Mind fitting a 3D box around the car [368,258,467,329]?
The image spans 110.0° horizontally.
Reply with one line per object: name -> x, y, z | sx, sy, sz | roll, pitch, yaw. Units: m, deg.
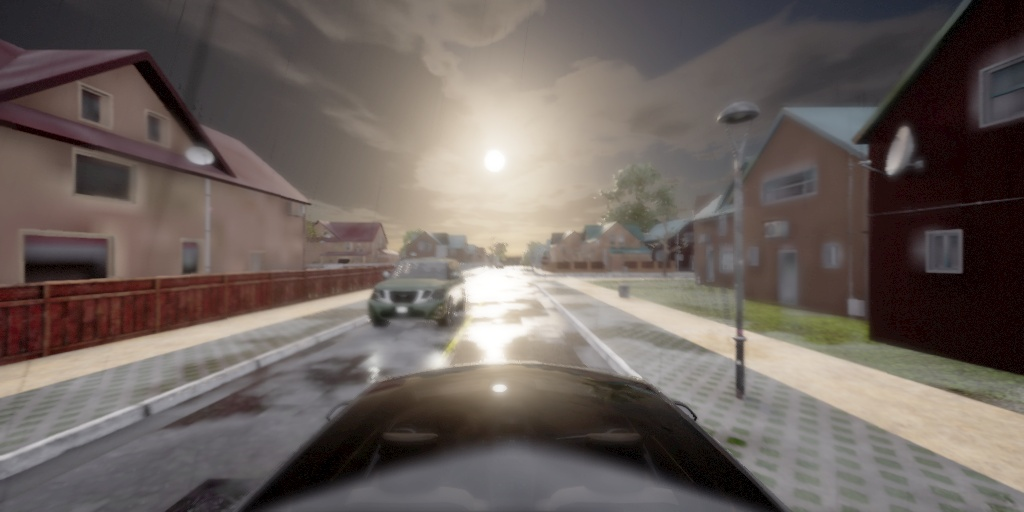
car -> -2.851, 1.084, 12.106 | 2.150, 2.045, 5.566 | 0, -1, 0
